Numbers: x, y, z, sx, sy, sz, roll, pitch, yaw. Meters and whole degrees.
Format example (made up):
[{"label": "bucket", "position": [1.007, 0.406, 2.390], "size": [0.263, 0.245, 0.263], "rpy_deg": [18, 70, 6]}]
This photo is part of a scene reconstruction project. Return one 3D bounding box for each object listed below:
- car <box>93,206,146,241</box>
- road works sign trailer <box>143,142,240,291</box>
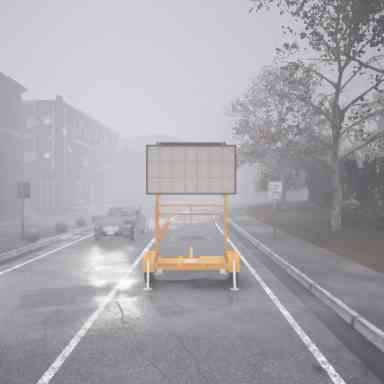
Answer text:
[{"label": "car", "position": [-3.473, 1.496, 16.704], "size": [2.128, 1.511, 4.902], "rpy_deg": [0, 0, 0]}, {"label": "road works sign trailer", "position": [-0.021, 0.467, 9.013], "size": [2.380, 3.560, 2.880], "rpy_deg": [0, 0, 0]}]
